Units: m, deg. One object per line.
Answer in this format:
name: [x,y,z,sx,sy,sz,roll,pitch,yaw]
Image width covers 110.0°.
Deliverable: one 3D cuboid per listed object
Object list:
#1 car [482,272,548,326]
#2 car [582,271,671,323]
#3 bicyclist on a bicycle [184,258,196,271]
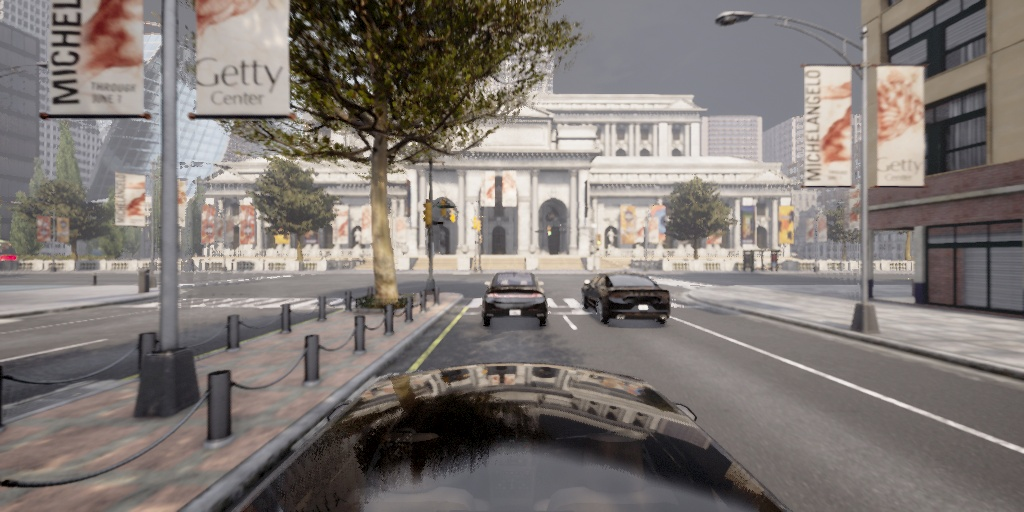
car: [0.077,1.257,11.742,2.128,1.511,4.902,0,0,0]
car: [3.627,1.243,12.202,1.882,1.535,5.008,0,0,1]
bicyclist on a bicycle: [-40.550,1.111,45.184,0.582,1.620,1.656,0,0,0]
